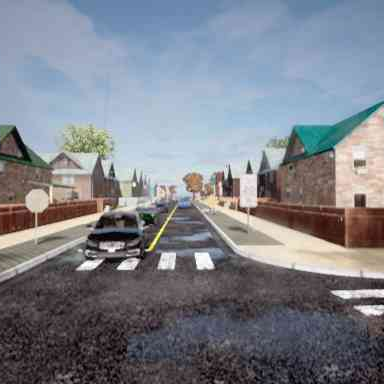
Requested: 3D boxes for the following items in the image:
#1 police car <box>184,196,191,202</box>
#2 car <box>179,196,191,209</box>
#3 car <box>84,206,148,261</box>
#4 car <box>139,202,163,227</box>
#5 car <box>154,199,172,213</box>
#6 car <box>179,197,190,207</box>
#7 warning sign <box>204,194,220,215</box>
[{"bbox_3d":[-1.344,2.051,95.629,1.930,1.638,5.238,0,-1,-1],"label":"police car"},{"bbox_3d":[-1.026,1.694,48.322,2.033,1.411,5.357,0,0,-1],"label":"car"},{"bbox_3d":[-2.707,1.506,12.401,1.837,1.490,4.892,0,0,-7],"label":"car"},{"bbox_3d":[-3.365,1.627,23.964,1.895,1.301,4.718,0,0,-1],"label":"car"},{"bbox_3d":[-3.673,1.651,37.943,1.994,1.385,4.181,0,0,-1],"label":"car"},{"bbox_3d":[-1.303,1.692,58.112,1.882,1.535,5.008,0,0,-1],"label":"car"},{"bbox_3d":[1.841,1.167,30.584,1.300,1.860,1.060,-1,-1,-1],"label":"warning sign"}]
